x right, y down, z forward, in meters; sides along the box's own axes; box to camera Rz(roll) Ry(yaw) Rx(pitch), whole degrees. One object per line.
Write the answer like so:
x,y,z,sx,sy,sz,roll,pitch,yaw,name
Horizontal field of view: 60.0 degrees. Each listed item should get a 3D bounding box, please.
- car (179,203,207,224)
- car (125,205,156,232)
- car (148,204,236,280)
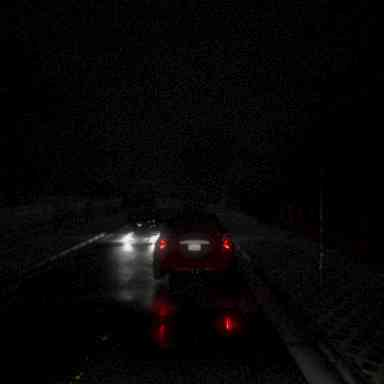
0.083,1.670,27.212,2.033,1.411,5.357,0,0,0,car
-2.853,1.585,20.586,1.837,1.490,4.892,0,0,0,car
0.075,1.381,10.241,2.097,1.767,4.553,0,0,0,car
